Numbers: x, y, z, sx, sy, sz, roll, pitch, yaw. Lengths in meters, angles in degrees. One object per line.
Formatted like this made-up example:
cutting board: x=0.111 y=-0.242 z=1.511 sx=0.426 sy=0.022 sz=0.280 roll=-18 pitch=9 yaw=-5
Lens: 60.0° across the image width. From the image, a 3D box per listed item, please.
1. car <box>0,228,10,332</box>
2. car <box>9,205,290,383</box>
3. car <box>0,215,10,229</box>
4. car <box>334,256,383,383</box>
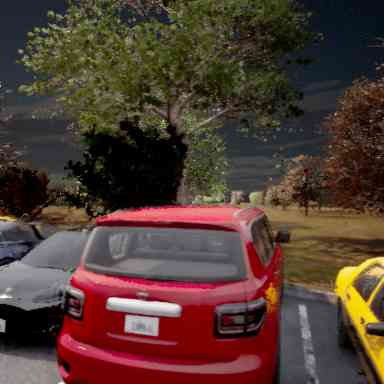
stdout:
car: x=-2.110 y=1.497 z=7.000 sx=2.163 sy=1.488 sz=4.792 roll=1 pitch=0 yaw=16
car: x=0.314 y=1.227 z=5.319 sx=2.435 sy=2.045 sz=5.566 roll=0 pitch=-1 yaw=16
car: x=-4.514 y=1.487 z=8.801 sx=2.163 sy=1.488 sz=4.792 roll=0 pitch=-1 yaw=16
car: x=2.676 y=1.483 z=3.376 sx=1.946 sy=1.575 sz=5.366 roll=1 pitch=0 yaw=16
